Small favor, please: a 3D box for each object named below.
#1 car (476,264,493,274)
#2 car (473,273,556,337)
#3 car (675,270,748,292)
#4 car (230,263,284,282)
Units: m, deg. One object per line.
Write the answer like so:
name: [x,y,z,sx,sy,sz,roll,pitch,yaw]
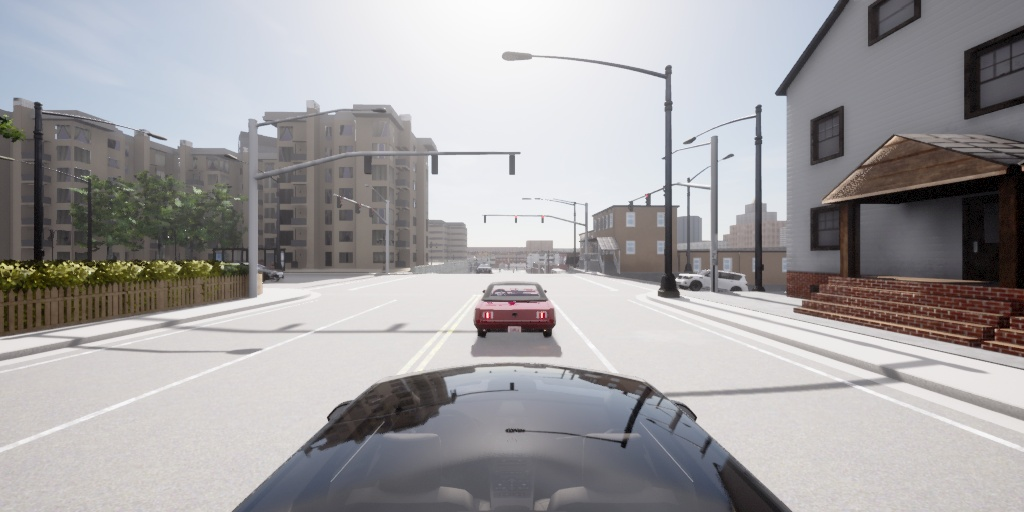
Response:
car: [-3.587,1.774,46.901,1.812,1.442,4.674,0,-4,0]
car: [0.076,1.351,10.218,1.895,1.301,4.718,0,0,0]
car: [16.765,2.162,30.147,5.566,2.045,2.150,9,0,1]
car: [-19.810,1.242,26.931,4.902,1.511,2.128,0,0,1]
